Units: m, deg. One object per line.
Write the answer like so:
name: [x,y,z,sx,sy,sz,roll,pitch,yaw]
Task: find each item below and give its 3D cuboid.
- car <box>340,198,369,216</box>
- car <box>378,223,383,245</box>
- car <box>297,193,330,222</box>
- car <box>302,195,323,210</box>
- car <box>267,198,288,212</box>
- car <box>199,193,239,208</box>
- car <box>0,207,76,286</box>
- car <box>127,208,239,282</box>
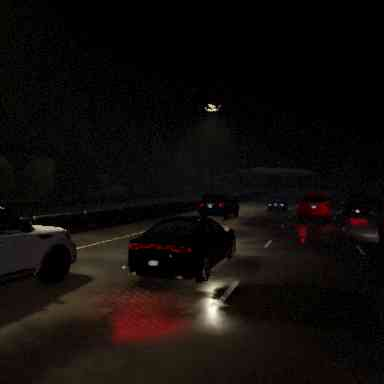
car: [14.578,1.313,29.869,1.837,1.490,4.892,0,0,20]
car: [8.222,1.567,12.217,1.895,1.301,4.718,0,0,20]
car: [9.357,1.099,25.696,2.150,2.045,5.566,0,1,19]
car: [13.992,1.198,38.572,2.128,1.511,4.902,0,1,20]
car: [9.240,1.318,35.703,2.033,1.411,5.357,0,1,20]
car: [2.240,1.116,26.598,2.150,2.045,5.566,0,0,20]
car: [-4.871,1.225,6.855,2.150,2.045,5.566,0,0,20]
car: [-0.041,1.468,9.934,1.882,1.535,5.008,0,0,20]
